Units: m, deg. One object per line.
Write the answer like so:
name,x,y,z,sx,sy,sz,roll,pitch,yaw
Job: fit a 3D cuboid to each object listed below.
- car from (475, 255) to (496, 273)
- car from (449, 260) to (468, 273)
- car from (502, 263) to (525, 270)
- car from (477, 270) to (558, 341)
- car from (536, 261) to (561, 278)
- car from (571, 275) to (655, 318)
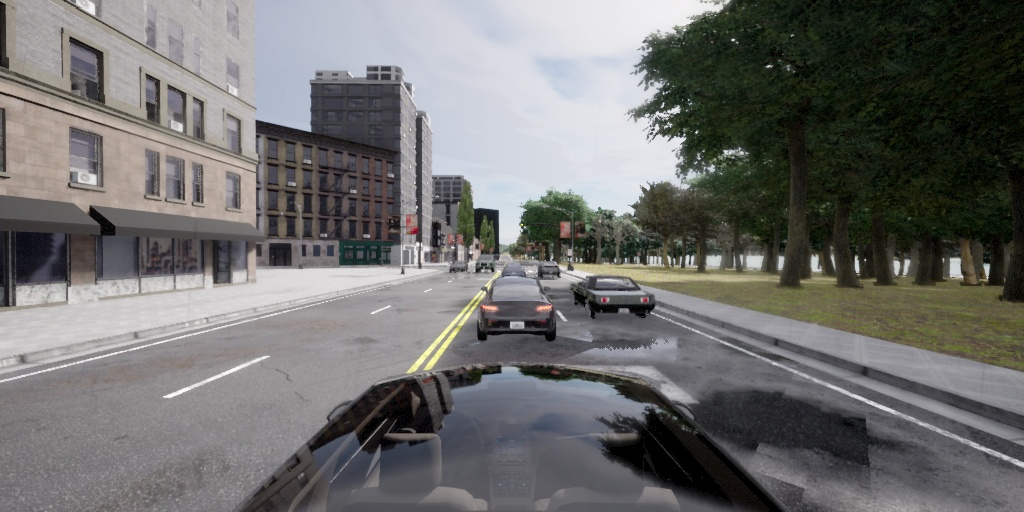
car,-3.178,0.935,43.513,2.150,2.045,5.566,0,0,0
car,-6.427,1.290,43.643,1.837,1.490,4.892,0,0,0
car,0.147,1.301,29.692,1.994,1.385,4.181,0,0,0
car,0.105,1.274,9.778,1.812,1.442,4.674,0,0,0
car,3.406,1.226,33.779,2.128,1.511,4.902,0,0,0
car,3.365,1.347,12.953,1.895,1.301,4.718,0,0,0
